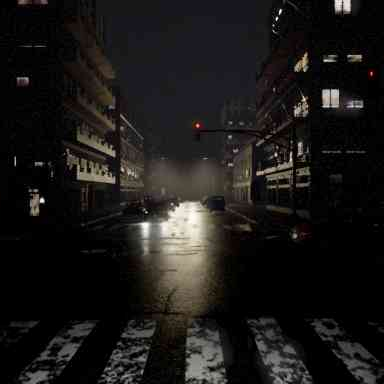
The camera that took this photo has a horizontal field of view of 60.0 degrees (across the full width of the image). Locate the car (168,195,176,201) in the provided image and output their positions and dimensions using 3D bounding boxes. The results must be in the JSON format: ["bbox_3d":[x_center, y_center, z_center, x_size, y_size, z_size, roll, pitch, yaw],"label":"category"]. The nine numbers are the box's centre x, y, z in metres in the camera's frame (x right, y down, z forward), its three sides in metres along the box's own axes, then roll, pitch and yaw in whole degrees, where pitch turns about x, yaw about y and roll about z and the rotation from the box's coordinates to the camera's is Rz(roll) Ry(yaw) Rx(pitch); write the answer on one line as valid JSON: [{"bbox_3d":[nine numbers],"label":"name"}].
[{"bbox_3d":[-5.225,1.512,87.785,2.008,1.369,4.403,0,0,0],"label":"car"}]

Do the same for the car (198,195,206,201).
[{"bbox_3d":[2.655,1.527,87.777,1.947,1.339,4.313,0,0,0],"label":"car"}]

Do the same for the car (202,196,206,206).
[{"bbox_3d":[2.704,1.533,43.126,1.887,1.381,4.507,0,0,0],"label":"car"}]

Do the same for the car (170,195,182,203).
[{"bbox_3d":[-2.787,1.512,48.153,1.812,1.442,4.674,0,0,0],"label":"car"}]

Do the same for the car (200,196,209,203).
[{"bbox_3d":[2.638,1.520,71.032,1.887,1.381,4.507,0,0,0],"label":"car"}]

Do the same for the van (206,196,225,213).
[{"bbox_3d":[2.733,1.331,36.922,1.690,1.788,3.998,0,0,0],"label":"van"}]

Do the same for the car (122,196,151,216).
[{"bbox_3d":[-5.411,1.432,31.970,1.967,1.590,4.097,0,0,0],"label":"car"}]

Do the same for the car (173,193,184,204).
[{"bbox_3d":[-2.685,1.280,63.324,2.150,2.045,5.566,0,0,0],"label":"car"}]

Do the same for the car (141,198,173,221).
[{"bbox_3d":[-2.809,1.519,27.440,1.812,1.442,4.674,0,0,-1],"label":"car"}]

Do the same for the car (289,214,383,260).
[{"bbox_3d":[5.555,1.469,11.518,4.181,1.385,1.994,-1,0,0],"label":"car"}]

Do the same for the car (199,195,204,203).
[{"bbox_3d":[2.623,1.550,54.288,1.947,1.339,4.313,0,0,0],"label":"car"}]

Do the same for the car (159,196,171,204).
[{"bbox_3d":[-5.248,1.524,65.459,1.887,1.381,4.507,0,0,0],"label":"car"}]

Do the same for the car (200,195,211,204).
[{"bbox_3d":[2.632,1.419,65.451,1.967,1.590,4.097,0,0,0],"label":"car"}]

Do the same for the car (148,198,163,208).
[{"bbox_3d":[-5.313,1.568,48.715,1.802,1.307,4.206,0,0,0],"label":"car"}]

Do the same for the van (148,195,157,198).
[{"bbox_3d":[-5.365,1.329,43.134,1.690,1.788,3.998,0,0,0],"label":"van"}]

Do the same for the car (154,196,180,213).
[{"bbox_3d":[-2.812,1.537,37.437,2.033,1.411,5.357,0,0,0],"label":"car"}]
